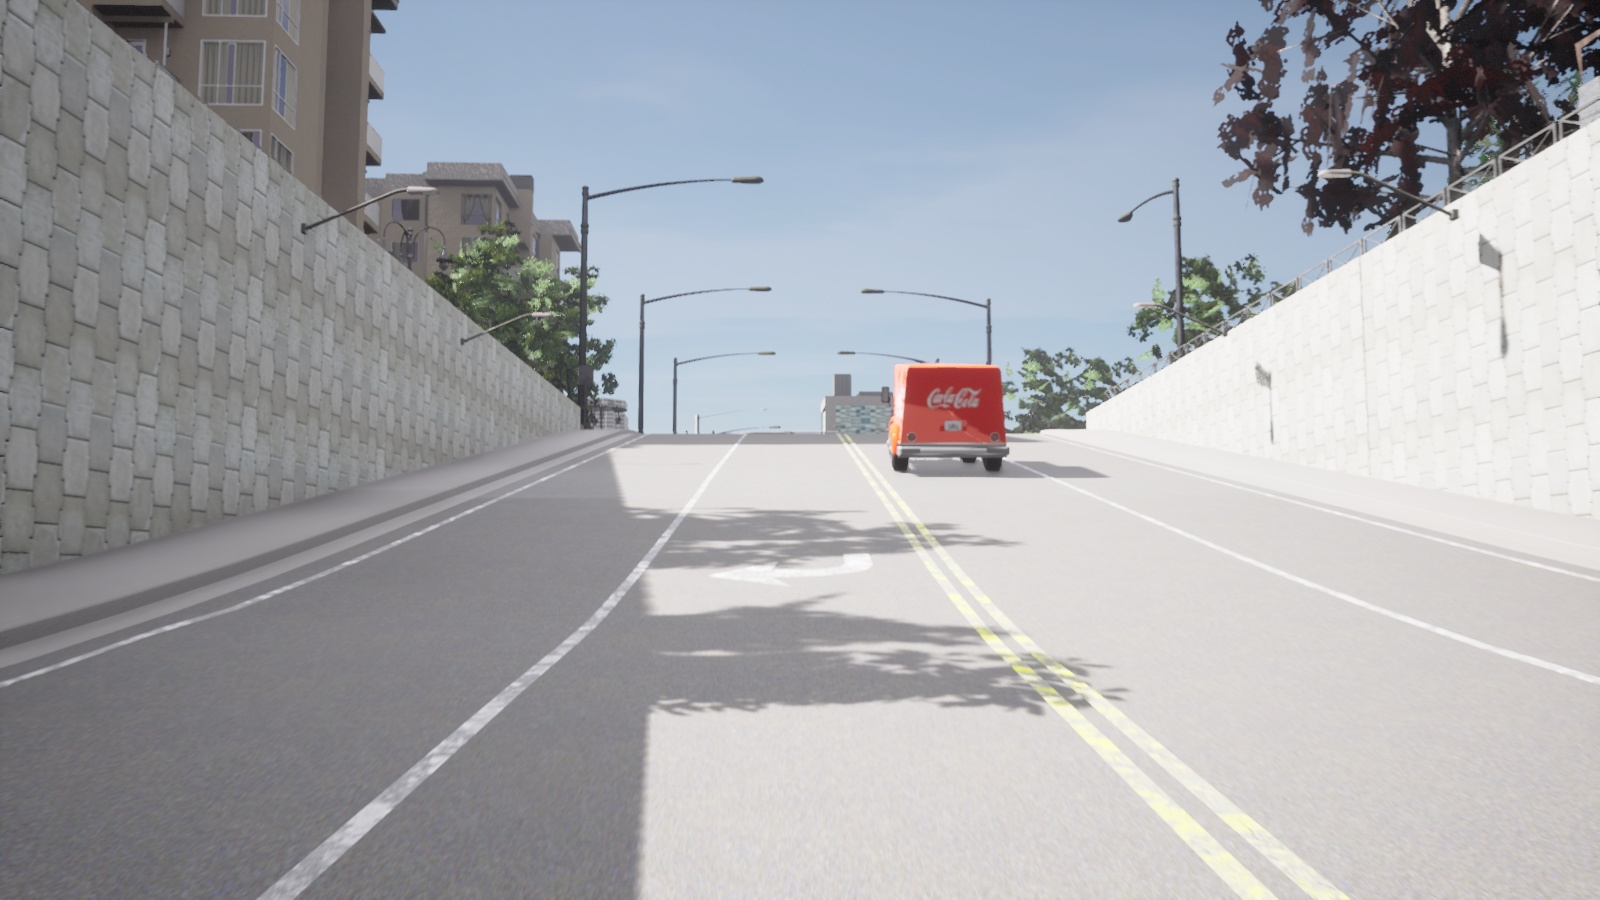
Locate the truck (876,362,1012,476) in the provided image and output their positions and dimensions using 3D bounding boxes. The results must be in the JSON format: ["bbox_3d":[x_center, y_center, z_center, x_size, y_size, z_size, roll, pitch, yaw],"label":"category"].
[{"bbox_3d":[3.320,-0.854,30.180,2.627,2.467,5.204,0,4,0],"label":"truck"}]
